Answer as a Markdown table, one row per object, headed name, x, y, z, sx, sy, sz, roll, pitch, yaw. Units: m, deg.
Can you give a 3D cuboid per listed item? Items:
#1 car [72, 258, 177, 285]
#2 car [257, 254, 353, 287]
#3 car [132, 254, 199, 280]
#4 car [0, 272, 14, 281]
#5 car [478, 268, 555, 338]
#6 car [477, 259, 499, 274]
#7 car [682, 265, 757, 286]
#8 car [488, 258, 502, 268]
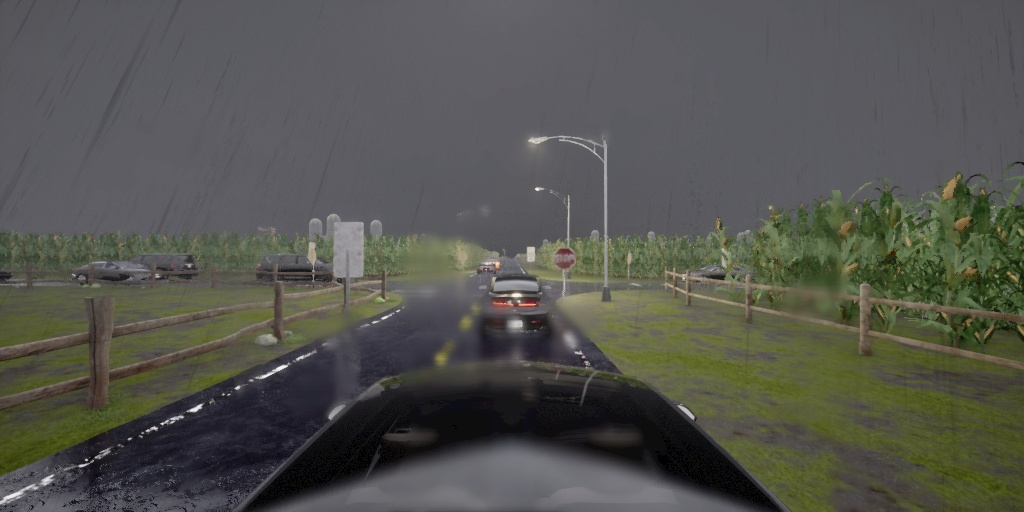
| name | x | y | z | sx | sy | sz | roll | pitch | yaw |
| --- | --- | --- | --- | --- | --- | --- | --- | --- | --- |
| car | -25.505 | 1.088 | 23.402 | 4.902 | 1.511 | 2.128 | 0 | -1 | 1 |
| car | -13.407 | 0.884 | 23.405 | 5.566 | 2.045 | 2.150 | 0 | -1 | -2 |
| car | -26.371 | 0.842 | 26.366 | 5.566 | 2.045 | 2.150 | 0 | -1 | 1 |
| car | -36.131 | 1.143 | 23.525 | 4.718 | 1.301 | 1.895 | 0 | -1 | 1 |
| car | 0.108 | 1.256 | 10.248 | 1.837 | 1.490 | 4.892 | 0 | 0 | 0 |
| car | -2.802 | 1.304 | 40.892 | 1.994 | 1.385 | 4.181 | 0 | 0 | 0 |
| car | 14.874 | 1.361 | 25.897 | 4.902 | 1.511 | 2.128 | 0 | -1 | 1 |
| car | -2.777 | 1.086 | 50.982 | 2.097 | 1.767 | 4.553 | 0 | 0 | 0 |
